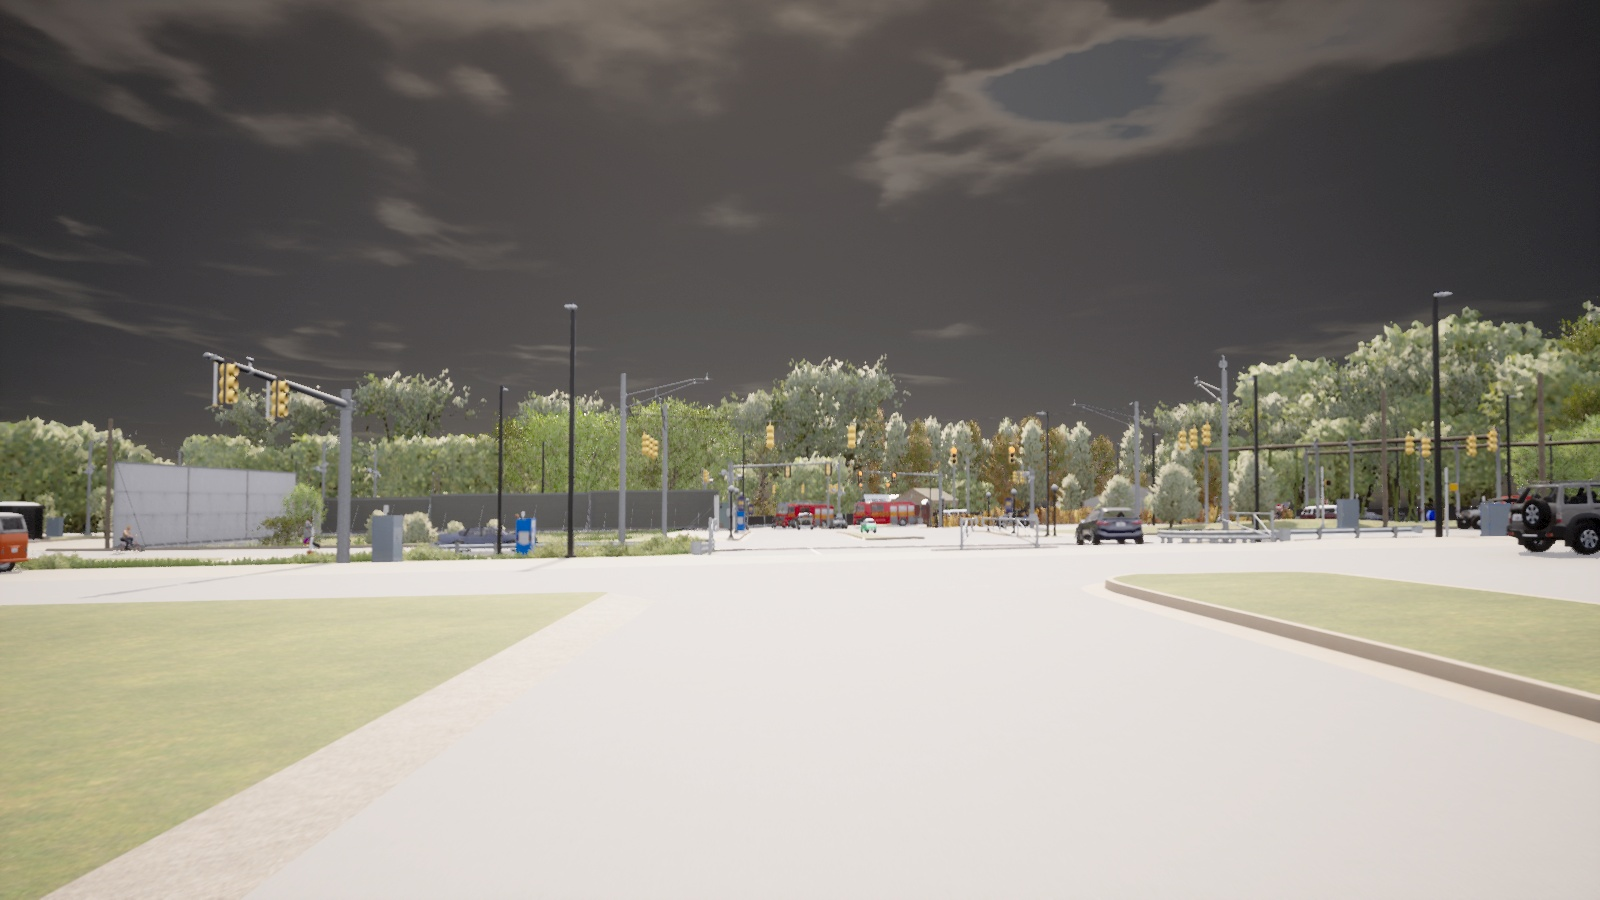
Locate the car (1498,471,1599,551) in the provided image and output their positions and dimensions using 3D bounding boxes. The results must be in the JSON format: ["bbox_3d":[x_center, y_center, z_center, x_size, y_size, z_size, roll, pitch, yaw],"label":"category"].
[{"bbox_3d":[20.002,1.447,30.898,4.605,1.855,1.932,-1,-3,-7],"label":"car"}]

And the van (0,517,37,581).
[{"bbox_3d":[-27.418,3.248,40.579,4.442,1.987,1.775,-2,-2,-1],"label":"van"}]

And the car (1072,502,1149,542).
[{"bbox_3d":[13.933,3.271,56.625,2.242,1.667,4.611,-2,-4,-1],"label":"car"}]

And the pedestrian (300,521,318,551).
[{"bbox_3d":[-31.707,5.561,81.143,0.873,1.952,0.659,0,-2,-1],"label":"pedestrian"}]

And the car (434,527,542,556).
[{"bbox_3d":[-16.927,4.975,68.277,5.357,1.411,2.033,-1,-2,-1],"label":"car"}]

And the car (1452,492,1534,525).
[{"bbox_3d":[42.205,3.554,76.569,3.866,1.878,1.905,-2,-2,-2],"label":"car"}]
